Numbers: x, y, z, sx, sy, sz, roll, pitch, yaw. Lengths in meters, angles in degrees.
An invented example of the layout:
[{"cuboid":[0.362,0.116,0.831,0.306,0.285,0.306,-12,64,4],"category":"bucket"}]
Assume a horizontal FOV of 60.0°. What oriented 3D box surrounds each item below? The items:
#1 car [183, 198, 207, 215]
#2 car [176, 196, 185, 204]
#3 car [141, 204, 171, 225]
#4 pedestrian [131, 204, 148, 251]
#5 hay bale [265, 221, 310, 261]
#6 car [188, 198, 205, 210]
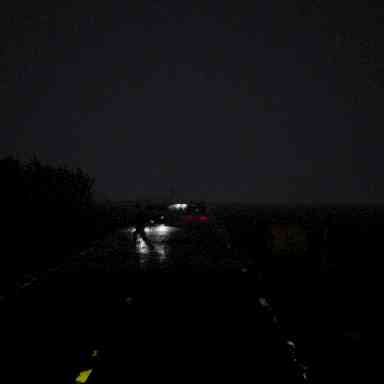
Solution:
[{"cuboid":[0.511,1.509,34.061,2.128,1.511,4.902,0,0,1],"category":"car"},{"cuboid":[-2.026,1.563,63.034,2.128,1.511,4.902,0,0,1],"category":"car"},{"cuboid":[-2.550,1.558,24.329,2.033,1.411,5.357,0,0,1],"category":"car"},{"cuboid":[-1.985,1.297,12.543,0.375,1.860,0.375,0,0,-1],"category":"pedestrian"},{"cuboid":[3.272,1.657,11.556,1.220,1.180,1.240,0,0,1],"category":"hay bale"},{"cuboid":[0.620,1.581,43.982,2.033,1.411,5.357,0,0,1],"category":"car"}]
